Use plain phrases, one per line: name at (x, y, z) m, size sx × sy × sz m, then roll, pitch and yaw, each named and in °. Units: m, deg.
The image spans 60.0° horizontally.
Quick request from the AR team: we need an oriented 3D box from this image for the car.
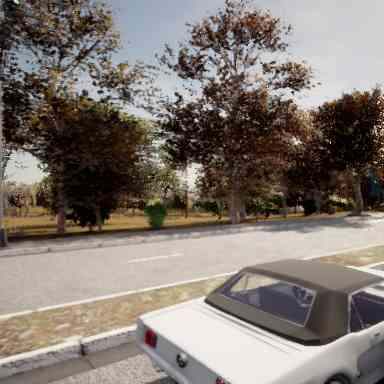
car at (1.771, 1.606, 4.401) m, size 4.718 × 1.301 × 1.895 m, roll 0°, pitch 0°, yaw -36°
